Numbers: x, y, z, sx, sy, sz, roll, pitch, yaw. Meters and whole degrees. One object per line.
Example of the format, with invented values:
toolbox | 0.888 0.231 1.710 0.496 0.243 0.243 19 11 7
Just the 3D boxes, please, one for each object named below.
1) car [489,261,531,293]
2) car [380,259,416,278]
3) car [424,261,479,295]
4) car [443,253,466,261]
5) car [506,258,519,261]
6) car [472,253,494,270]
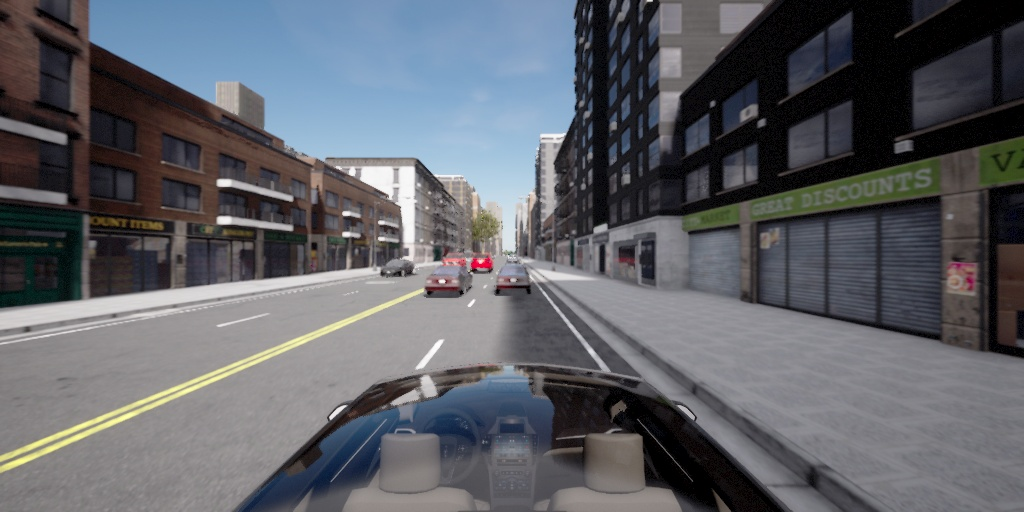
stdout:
car | 0.077 1.170 19.509 2.033 1.411 5.357 0 0 0
car | -9.841 1.016 31.153 1.882 1.535 5.008 0 0 0
car | -3.169 1.176 18.766 2.033 1.411 5.357 0 0 0
car | -6.561 0.689 41.020 2.150 2.045 5.566 0 0 0
car | 0.097 0.954 41.251 2.128 1.511 4.902 0 1 0
car | -3.155 0.702 38.906 2.150 2.045 5.566 0 1 0
